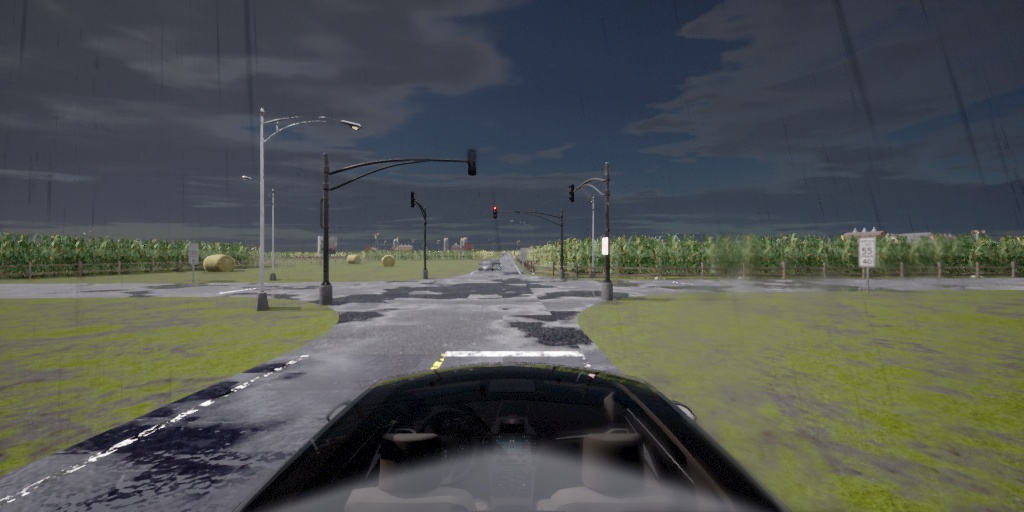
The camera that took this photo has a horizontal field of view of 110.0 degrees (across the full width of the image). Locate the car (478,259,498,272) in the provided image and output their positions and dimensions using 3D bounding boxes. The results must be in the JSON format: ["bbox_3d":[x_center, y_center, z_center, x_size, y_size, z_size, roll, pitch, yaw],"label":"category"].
[{"bbox_3d":[-3.251,1.253,45.502,2.128,1.511,4.902,0,1,-1],"label":"car"}]
